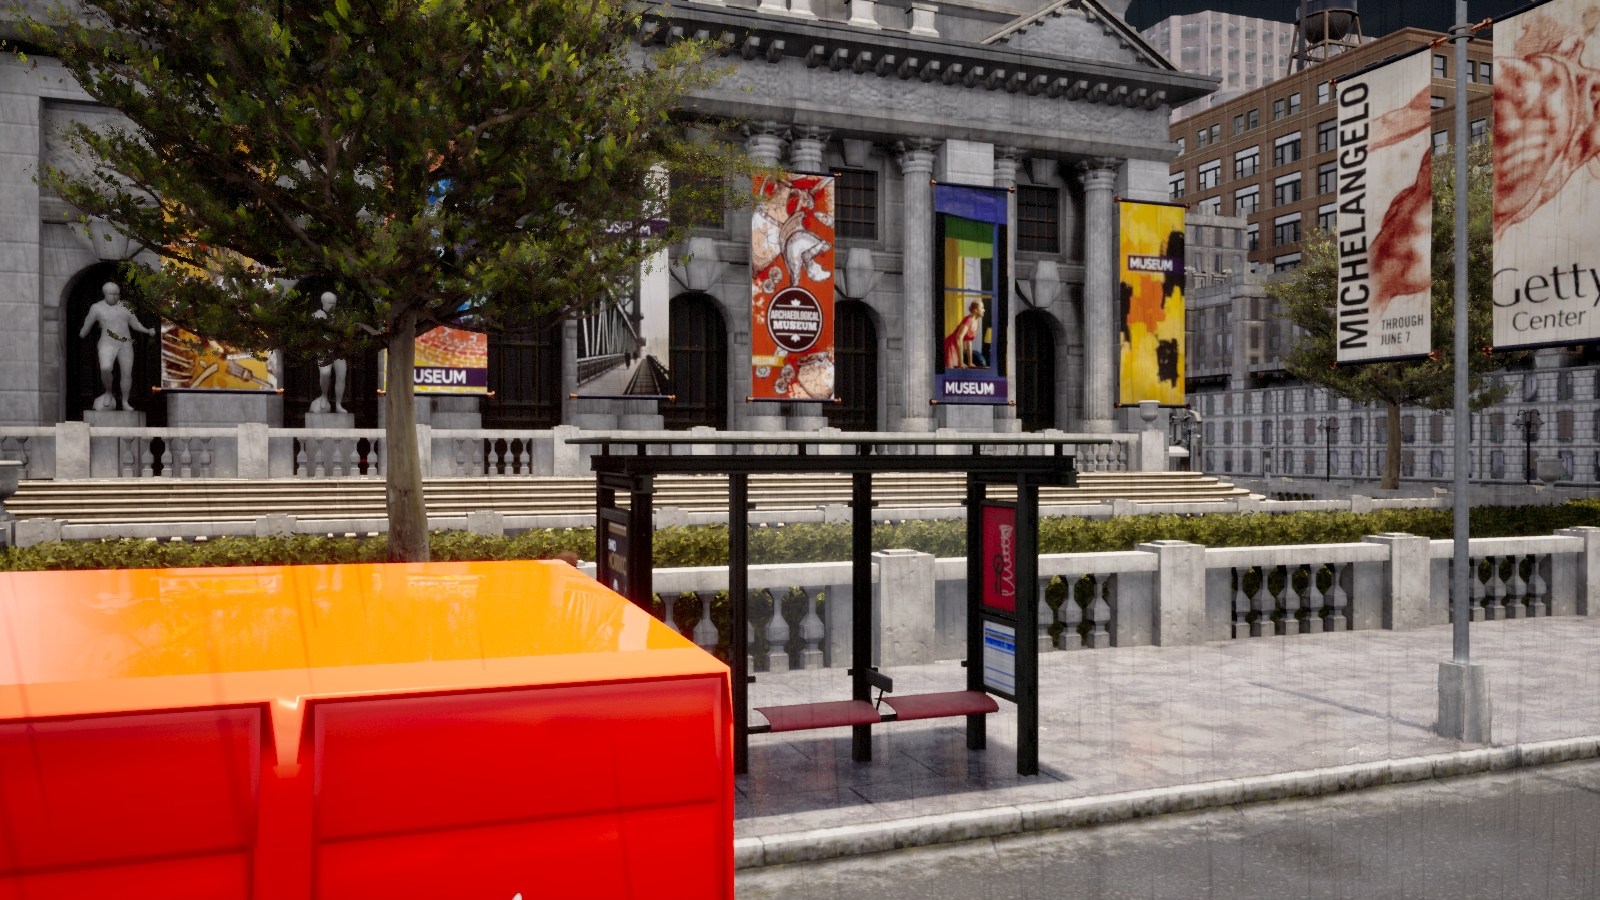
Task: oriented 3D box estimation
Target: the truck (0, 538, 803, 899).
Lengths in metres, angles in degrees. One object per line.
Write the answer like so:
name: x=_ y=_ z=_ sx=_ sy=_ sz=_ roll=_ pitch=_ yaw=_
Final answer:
truck: x=-2.888 y=1.568 z=2.235 sx=5.204 sy=2.467 sz=2.627 roll=0 pitch=0 yaw=-20
